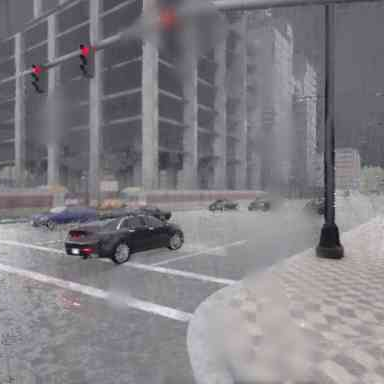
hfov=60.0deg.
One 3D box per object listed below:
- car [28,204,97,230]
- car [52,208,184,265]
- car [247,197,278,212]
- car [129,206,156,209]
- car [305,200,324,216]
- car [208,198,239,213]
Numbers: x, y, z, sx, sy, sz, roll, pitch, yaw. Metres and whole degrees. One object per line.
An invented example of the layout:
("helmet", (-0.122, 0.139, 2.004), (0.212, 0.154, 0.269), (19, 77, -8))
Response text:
("car", (-8.188, 1.533, 21.660), (1.812, 1.442, 4.674), (0, 0, 35))
("car", (-2.167, 1.508, 11.924), (1.837, 1.490, 4.892), (-2, -1, 32))
("car", (8.144, 1.357, 38.307), (2.097, 1.767, 4.553), (0, 0, 36))
("car", (-3.534, 1.606, 22.159), (1.895, 1.301, 4.718), (0, 0, 36))
("car", (12.235, 1.507, 31.705), (1.837, 1.490, 4.892), (0, 0, 36))
("car", (3.679, 1.510, 38.114), (1.837, 1.490, 4.892), (0, 0, 36))
